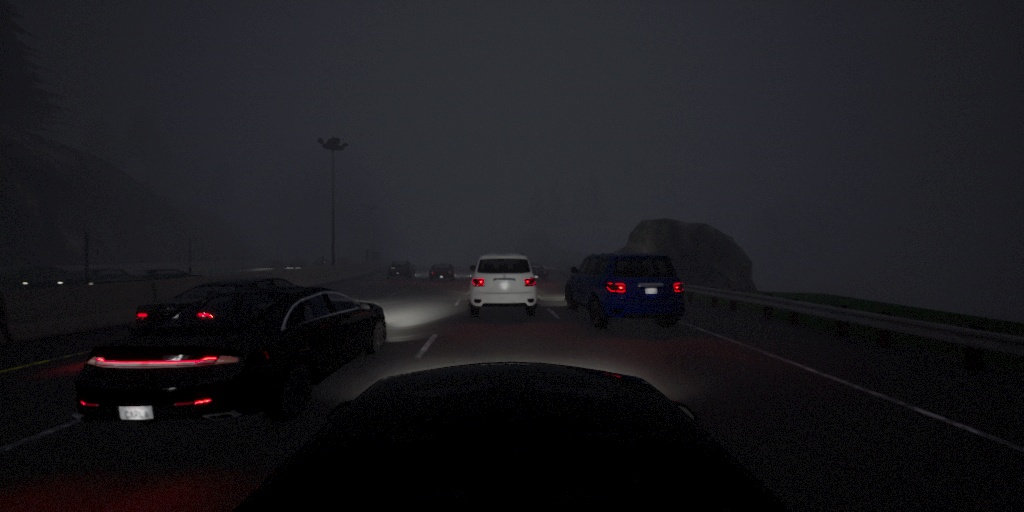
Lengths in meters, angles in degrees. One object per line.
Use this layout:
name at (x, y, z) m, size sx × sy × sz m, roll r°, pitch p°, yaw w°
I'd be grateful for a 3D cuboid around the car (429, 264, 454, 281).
car at (-5.650, 1.276, 29.208) m, size 1.895 × 1.301 × 4.718 m, roll 0°, pitch 0°, yaw -9°

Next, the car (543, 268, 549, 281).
car at (1.492, 1.264, 28.694) m, size 1.895 × 1.301 × 4.718 m, roll 0°, pitch 0°, yaw -8°

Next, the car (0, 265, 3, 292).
car at (-29.038, 1.259, 17.449) m, size 1.837 × 1.490 × 4.892 m, roll 0°, pitch 0°, yaw -6°

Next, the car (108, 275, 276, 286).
car at (-7.182, 1.285, 9.926) m, size 2.033 × 1.411 × 5.357 m, roll 0°, pitch 0°, yaw -3°

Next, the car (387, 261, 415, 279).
car at (-9.495, 1.168, 30.934) m, size 2.128 × 1.511 × 4.902 m, roll 0°, pitch 0°, yaw -9°

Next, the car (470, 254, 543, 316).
car at (-0.396, 0.936, 13.364) m, size 2.150 × 2.045 × 5.566 m, roll 0°, pitch 0°, yaw -4°

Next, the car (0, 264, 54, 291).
car at (-25.652, 1.222, 18.695) m, size 1.882 × 1.535 × 5.008 m, roll 0°, pitch 0°, yaw -6°

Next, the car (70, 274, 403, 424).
car at (-3.557, 1.236, 5.756) m, size 2.128 × 1.511 × 4.902 m, roll 0°, pitch 0°, yaw -2°

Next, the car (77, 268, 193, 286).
car at (-18.572, 1.333, 18.435) m, size 1.895 × 1.301 × 4.718 m, roll 0°, pitch 0°, yaw -6°

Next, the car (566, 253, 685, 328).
car at (3.233, 0.935, 11.376) m, size 2.150 × 2.045 × 5.566 m, roll 0°, pitch 0°, yaw -3°

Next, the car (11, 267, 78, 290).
car at (-22.136, 1.338, 18.863) m, size 1.895 × 1.301 × 4.718 m, roll 0°, pitch 0°, yaw -6°
